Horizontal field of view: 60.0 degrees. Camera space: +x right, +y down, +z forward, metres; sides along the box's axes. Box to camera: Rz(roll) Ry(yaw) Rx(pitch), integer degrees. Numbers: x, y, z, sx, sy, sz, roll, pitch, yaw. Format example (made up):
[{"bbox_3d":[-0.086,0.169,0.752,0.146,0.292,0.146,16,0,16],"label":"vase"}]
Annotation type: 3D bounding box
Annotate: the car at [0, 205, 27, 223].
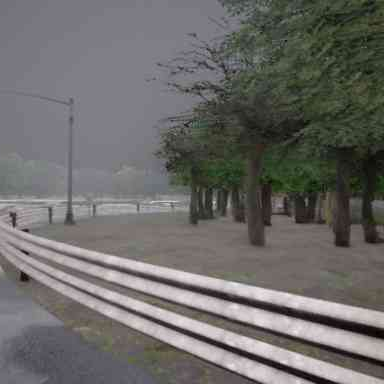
[{"bbox_3d":[-15.491,1.873,27.784,1.837,1.490,4.892,0,-1,-6],"label":"car"}]
